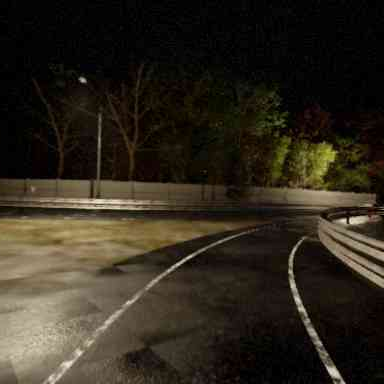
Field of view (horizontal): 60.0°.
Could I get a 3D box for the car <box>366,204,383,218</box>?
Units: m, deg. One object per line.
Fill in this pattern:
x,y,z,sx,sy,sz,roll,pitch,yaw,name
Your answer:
21.547,2.162,37.828,4.892,1.490,1.837,2,0,-39,car
